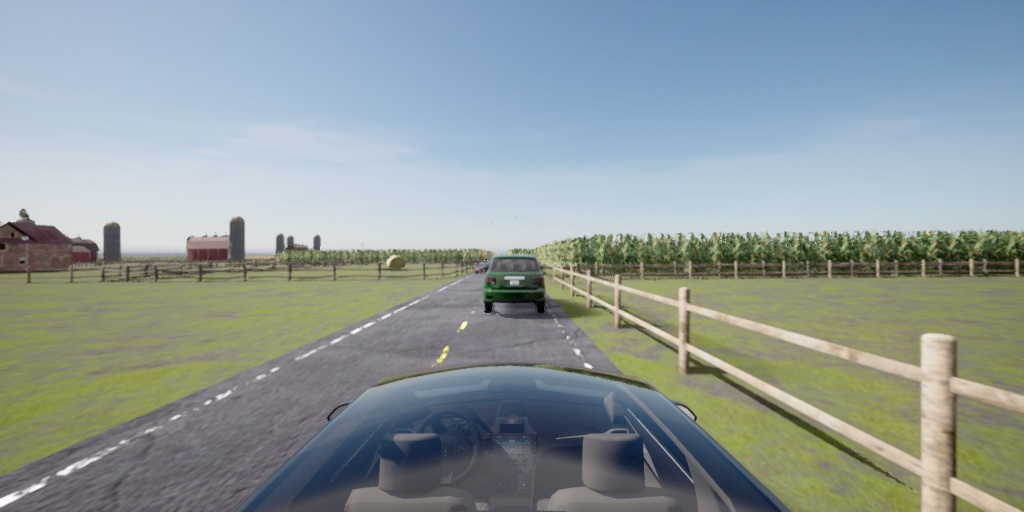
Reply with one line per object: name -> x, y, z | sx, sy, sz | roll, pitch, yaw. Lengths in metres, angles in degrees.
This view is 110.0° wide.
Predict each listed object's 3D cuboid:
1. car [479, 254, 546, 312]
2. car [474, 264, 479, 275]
car -> 0.085, 0.958, 14.288 | 2.150, 2.045, 5.566 | 0, 0, 0
car -> -2.870, 1.277, 38.171 | 1.994, 1.385, 4.181 | 0, 0, 0
